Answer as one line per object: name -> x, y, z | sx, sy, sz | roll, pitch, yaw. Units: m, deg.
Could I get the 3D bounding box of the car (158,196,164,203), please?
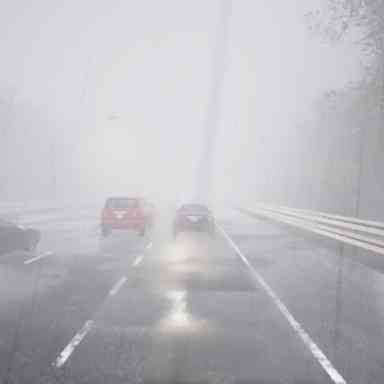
car -> -6.639, 1.499, 66.357 | 2.033, 1.411, 5.357 | 0, 0, 0

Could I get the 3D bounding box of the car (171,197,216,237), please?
car -> 0.099, 1.335, 17.909 | 2.097, 1.767, 4.553 | 0, 0, 0

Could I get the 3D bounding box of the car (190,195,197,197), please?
car -> 0.354, 1.455, 66.533 | 1.837, 1.490, 4.892 | 0, 0, 0

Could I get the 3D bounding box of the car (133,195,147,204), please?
car -> -10.156, 1.431, 65.094 | 1.882, 1.535, 5.008 | 0, 0, 0

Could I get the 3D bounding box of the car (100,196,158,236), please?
car -> -3.400, 1.206, 18.344 | 2.150, 2.045, 5.566 | 0, 0, 0

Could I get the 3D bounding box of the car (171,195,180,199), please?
car -> -3.146, 1.455, 66.451 | 1.837, 1.490, 4.892 | 0, 0, 0

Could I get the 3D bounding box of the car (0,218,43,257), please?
car -> -6.916, 1.538, 10.881 | 2.033, 1.411, 5.357 | 0, 0, 0
